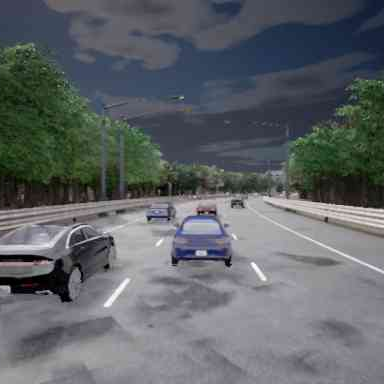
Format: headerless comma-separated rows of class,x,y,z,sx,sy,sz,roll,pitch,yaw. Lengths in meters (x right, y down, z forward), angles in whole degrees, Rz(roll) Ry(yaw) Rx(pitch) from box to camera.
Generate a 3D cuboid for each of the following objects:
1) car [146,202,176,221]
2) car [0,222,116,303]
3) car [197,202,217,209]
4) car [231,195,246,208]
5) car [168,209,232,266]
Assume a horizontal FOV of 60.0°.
car,-2.413,1.542,27.005,2.033,1.411,5.357,0,0,4
car,-3.259,1.488,8.219,2.128,1.511,4.902,0,0,1
car,1.524,1.599,32.480,1.895,1.301,4.718,0,0,5
car,6.719,1.499,49.434,1.837,1.490,4.892,0,0,7
car,0.330,1.526,11.501,1.812,1.442,4.674,0,0,2
